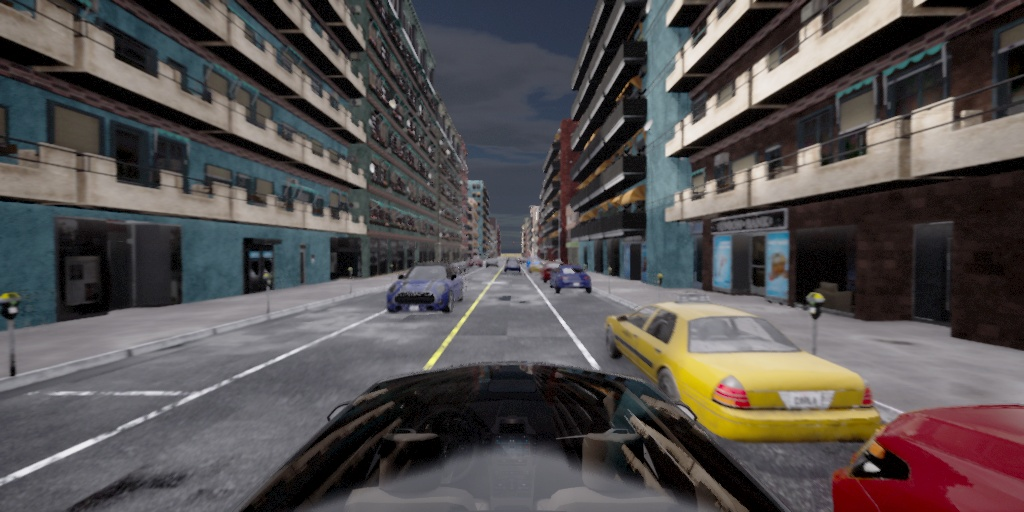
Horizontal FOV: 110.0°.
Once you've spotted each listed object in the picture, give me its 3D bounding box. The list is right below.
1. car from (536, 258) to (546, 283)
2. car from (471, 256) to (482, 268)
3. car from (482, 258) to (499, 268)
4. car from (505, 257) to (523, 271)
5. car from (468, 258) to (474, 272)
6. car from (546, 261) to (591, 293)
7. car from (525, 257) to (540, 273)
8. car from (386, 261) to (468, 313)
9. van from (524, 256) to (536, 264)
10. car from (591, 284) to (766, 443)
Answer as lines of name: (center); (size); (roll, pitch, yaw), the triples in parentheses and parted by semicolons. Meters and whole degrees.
car: (3.149, 1.137, 26.842); (1.882, 1.535, 5.008); (0, 0, 0)
car: (-5.672, 0.880, 56.576); (2.192, 1.841, 5.009); (0, 0, 0)
car: (-3.042, 1.074, 55.269); (1.837, 1.490, 4.892); (0, 0, 0)
car: (0.083, 1.165, 44.714); (1.994, 1.385, 4.181); (0, 0, 0)
car: (-5.678, 1.183, 39.522); (1.948, 1.339, 4.313); (0, 0, 0)
car: (3.155, 1.209, 19.841); (1.812, 1.442, 4.674); (0, 0, 0)
car: (2.703, 1.142, 39.686); (1.751, 1.417, 4.829); (0, 0, 0)
car: (-3.096, 1.058, 13.594); (2.097, 1.767, 4.553); (0, 0, 0)
van: (2.705, 0.940, 45.201); (1.690, 1.789, 3.998); (0, 0, 0)
car: (2.691, 1.262, 5.578); (1.751, 1.417, 4.829); (0, 0, 0)
